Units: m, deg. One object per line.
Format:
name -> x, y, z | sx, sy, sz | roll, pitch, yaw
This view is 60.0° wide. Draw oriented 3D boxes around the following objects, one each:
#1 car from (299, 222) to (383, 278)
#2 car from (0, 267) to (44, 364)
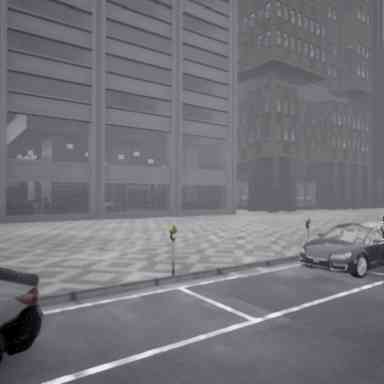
car -> 5.161, 1.646, 10.330 | 4.403, 1.369, 2.008 | 1, -1, -35
car -> -4.026, 1.555, 3.782 | 4.313, 1.339, 1.947 | 1, -1, -35
